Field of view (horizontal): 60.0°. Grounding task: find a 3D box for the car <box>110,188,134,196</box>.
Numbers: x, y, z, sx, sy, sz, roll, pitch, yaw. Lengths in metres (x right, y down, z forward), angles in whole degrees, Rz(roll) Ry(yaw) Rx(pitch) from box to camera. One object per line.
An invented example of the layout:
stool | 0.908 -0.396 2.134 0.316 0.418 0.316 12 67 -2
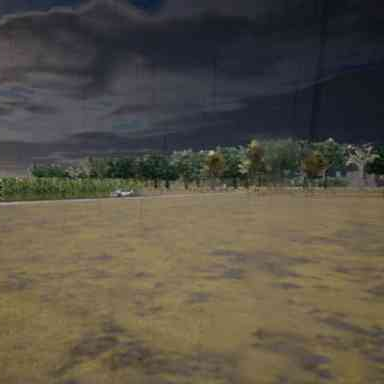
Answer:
car | -14.511 0.199 69.430 2.150 2.045 5.566 0 1 35
